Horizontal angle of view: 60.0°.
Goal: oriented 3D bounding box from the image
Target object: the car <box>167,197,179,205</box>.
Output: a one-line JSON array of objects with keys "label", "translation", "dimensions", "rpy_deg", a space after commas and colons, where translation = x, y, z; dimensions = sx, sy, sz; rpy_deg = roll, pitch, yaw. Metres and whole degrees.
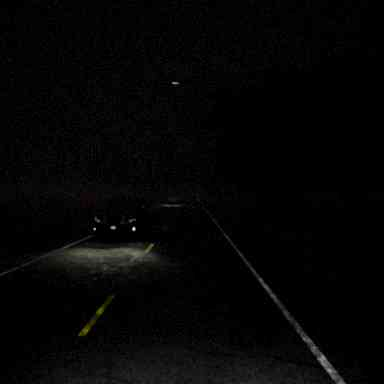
[{"label": "car", "translation": [-3.426, 1.574, 60.181], "dimensions": [1.812, 1.442, 4.674], "rpy_deg": [0, 0, 1]}]

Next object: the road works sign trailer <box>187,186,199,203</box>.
[{"label": "road works sign trailer", "translation": [0.157, 0.487, 71.812], "dimensions": [2.380, 3.560, 2.880], "rpy_deg": [0, 0, 1]}]

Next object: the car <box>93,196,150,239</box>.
[{"label": "car", "translation": [-3.564, 1.264, 17.839], "dimensions": [2.150, 2.045, 5.566], "rpy_deg": [0, 0, 0]}]
